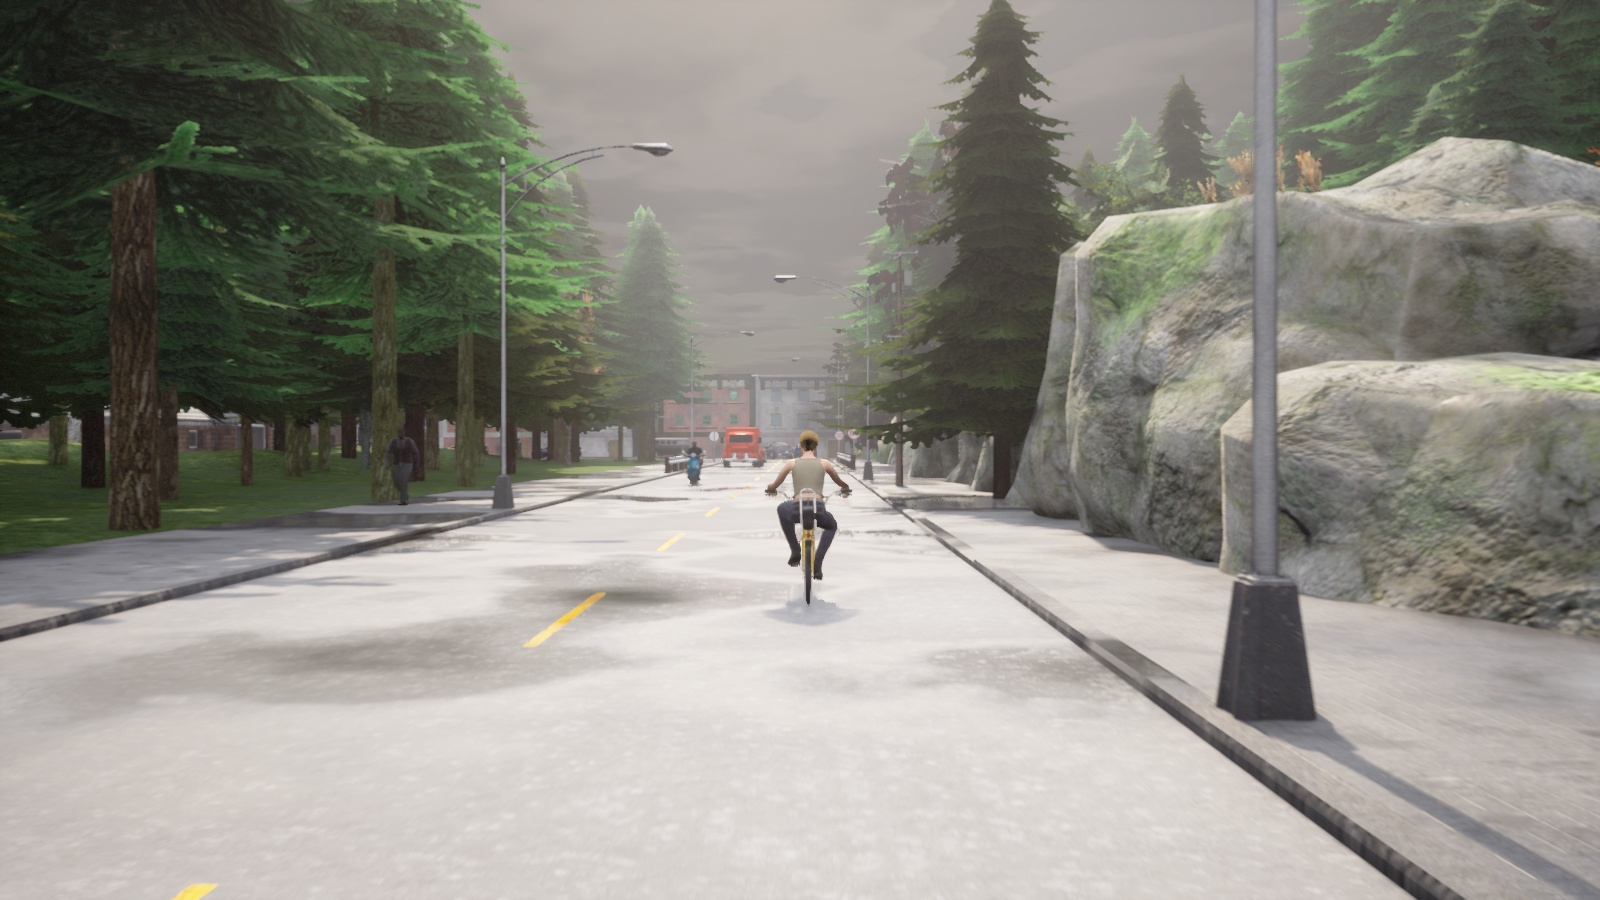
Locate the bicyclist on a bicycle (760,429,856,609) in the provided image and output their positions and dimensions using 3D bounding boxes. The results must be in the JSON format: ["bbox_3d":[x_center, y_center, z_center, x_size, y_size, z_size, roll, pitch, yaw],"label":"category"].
[{"bbox_3d":[0.080,0.617,12.004,0.866,1.612,1.509,0,0,1],"label":"bicyclist on a bicycle"}]

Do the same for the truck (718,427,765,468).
[{"bbox_3d":[-3.601,-0.170,78.196,2.627,2.467,5.204,0,0,0],"label":"truck"}]

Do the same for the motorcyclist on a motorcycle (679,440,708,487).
[{"bbox_3d":[-3.732,0.454,44.024,0.866,1.590,1.817,0,0,0],"label":"motorcyclist on a motorcycle"}]

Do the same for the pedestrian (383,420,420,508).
[{"bbox_3d":[-8.725,0.297,27.500,0.563,1.883,0.849,0,0,-2],"label":"pedestrian"}]
